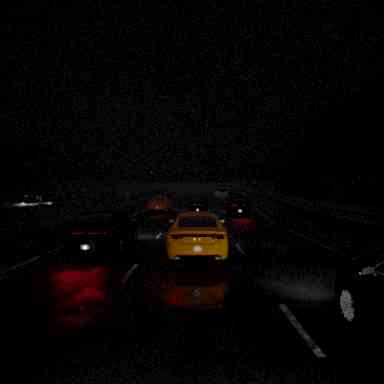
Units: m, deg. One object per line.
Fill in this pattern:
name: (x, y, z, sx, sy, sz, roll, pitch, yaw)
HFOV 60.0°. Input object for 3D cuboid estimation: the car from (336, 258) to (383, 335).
car: (3.491, 1.421, 4.060, 1.837, 1.490, 4.892, 0, 0, 0)

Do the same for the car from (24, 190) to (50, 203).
car: (-22.835, 0.612, 49.116, 2.097, 1.767, 4.553, 0, 1, -1)

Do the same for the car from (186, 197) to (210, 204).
car: (0.519, 1.172, 29.849, 1.837, 1.490, 4.892, 0, 1, 1)

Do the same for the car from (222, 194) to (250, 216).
car: (3.886, 1.180, 28.782, 1.837, 1.490, 4.892, 0, 1, 1)

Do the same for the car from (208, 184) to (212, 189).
car: (6.289, -0.757, 93.923, 1.882, 1.535, 5.008, 0, 2, 2)

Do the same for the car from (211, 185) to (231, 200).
car: (4.820, 0.270, 55.759, 2.150, 2.045, 5.566, 0, 2, 2)

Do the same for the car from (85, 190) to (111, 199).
car: (-13.153, 0.810, 45.714, 1.882, 1.535, 5.008, 0, 1, 2)

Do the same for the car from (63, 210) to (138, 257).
car: (-3.306, 1.444, 12.785, 1.837, 1.490, 4.892, 0, 1, 1)

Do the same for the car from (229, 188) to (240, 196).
car: (8.859, 0.061, 69.720, 1.837, 1.490, 4.892, 0, 2, 2)

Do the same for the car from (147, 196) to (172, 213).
car: (-2.948, 1.120, 31.142, 1.882, 1.535, 5.008, 0, 1, 2)

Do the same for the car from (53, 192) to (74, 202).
car: (-19.861, 0.719, 51.585, 1.812, 1.442, 4.674, 0, 1, 2)

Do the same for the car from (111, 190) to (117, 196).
car: (-15.905, 0.320, 63.679, 1.882, 1.535, 5.008, 0, 2, 3)

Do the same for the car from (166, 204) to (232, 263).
car: (0.183, 1.426, 11.832, 1.882, 1.535, 5.008, 0, 1, 1)

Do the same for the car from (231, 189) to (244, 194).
car: (8.343, 0.456, 59.706, 1.812, 1.442, 4.674, 0, 2, 4)
